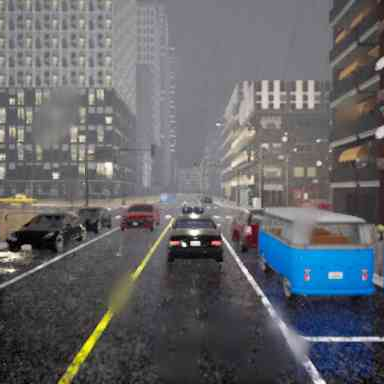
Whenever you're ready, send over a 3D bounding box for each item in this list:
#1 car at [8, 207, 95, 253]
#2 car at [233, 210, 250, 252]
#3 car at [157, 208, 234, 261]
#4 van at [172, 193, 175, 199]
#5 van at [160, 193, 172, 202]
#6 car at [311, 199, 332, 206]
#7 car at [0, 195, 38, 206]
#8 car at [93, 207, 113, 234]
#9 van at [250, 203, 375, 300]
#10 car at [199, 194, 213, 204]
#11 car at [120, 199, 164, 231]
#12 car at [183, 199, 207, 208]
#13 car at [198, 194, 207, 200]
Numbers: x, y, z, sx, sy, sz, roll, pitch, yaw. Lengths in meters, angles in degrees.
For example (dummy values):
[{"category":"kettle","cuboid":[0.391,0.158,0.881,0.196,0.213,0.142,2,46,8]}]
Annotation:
[{"category":"car","cuboid":[-5.697,1.529,13.614,1.947,1.339,4.313,0,0,0]},{"category":"car","cuboid":[2.683,1.404,13.617,1.967,1.590,4.097,0,0,0]},{"category":"car","cuboid":[0.096,1.515,12.068,2.033,1.411,5.357,0,0,0]},{"category":"van","cuboid":[-5.720,1.123,91.088,1.690,1.788,3.998,0,0,0]},{"category":"van","cuboid":[-5.713,1.172,68.471,1.690,1.788,3.998,0,0,0]},{"category":"car","cuboid":[16.015,1.650,42.320,4.097,1.590,1.967,1,-1,-1]},{"category":"car","cuboid":[-22.044,1.018,41.963,4.829,1.417,1.752,1,-1,-1]},{"category":"car","cuboid":[-5.698,1.516,18.860,1.947,1.339,4.313,0,0,0]},{"category":"van","cuboid":[2.685,1.319,8.066,1.690,1.788,3.998,0,0,0]},{"category":"car","cuboid":[2.671,1.420,58.507,1.947,1.339,4.313,0,0,0]},{"category":"car","cuboid":[-3.010,1.426,20.163,1.882,1.535,5.008,0,0,0]},{"category":"car","cuboid":[0.104,1.541,30.395,1.895,1.301,4.718,1,-1,0]},{"category":"car","cuboid":[2.663,1.345,85.437,2.008,1.369,4.403,0,0,0]}]
